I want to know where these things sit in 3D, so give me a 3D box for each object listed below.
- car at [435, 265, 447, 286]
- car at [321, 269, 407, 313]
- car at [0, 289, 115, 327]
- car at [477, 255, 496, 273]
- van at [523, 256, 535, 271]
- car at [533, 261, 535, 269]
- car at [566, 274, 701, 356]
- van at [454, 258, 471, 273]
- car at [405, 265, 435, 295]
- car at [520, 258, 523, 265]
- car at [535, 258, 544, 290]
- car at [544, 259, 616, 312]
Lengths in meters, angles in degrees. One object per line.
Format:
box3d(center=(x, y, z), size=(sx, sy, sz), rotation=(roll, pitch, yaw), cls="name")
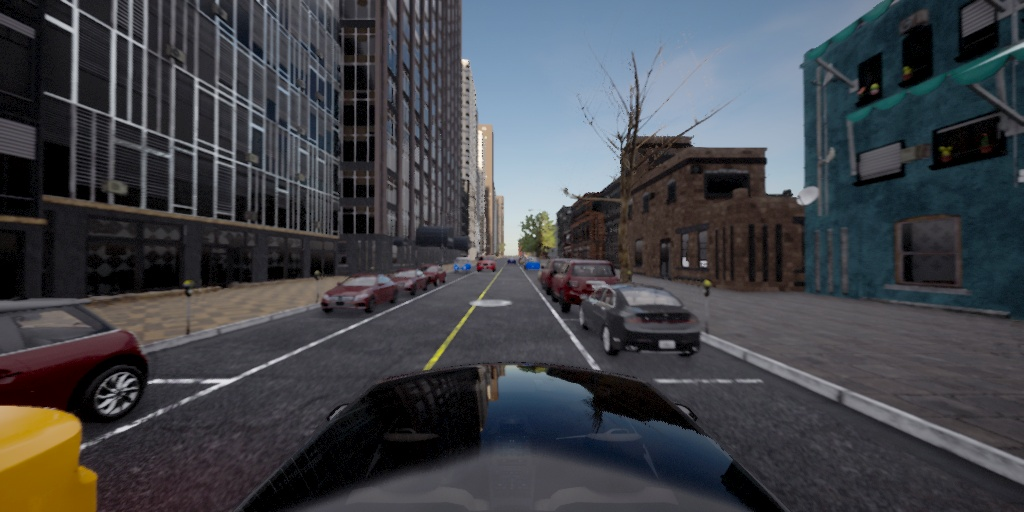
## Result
box3d(center=(-5.706, 1.292, 25.048), size=(1.888, 1.381, 4.507), rotation=(0, 0, 0), cls="car")
box3d(center=(-5.698, 1.333, 13.953), size=(1.802, 1.307, 4.207), rotation=(0, 0, 0), cls="car")
box3d(center=(-5.689, 1.190, 2.860), size=(1.967, 1.591, 4.097), rotation=(0, 0, 0), cls="car")
box3d(center=(-3.120, 0.951, 44.689), size=(2.150, 2.045, 5.566), rotation=(0, 0, 0), cls="car")
box3d(center=(2.656, 1.067, 47.242), size=(1.690, 1.789, 3.998), rotation=(0, 0, 0), cls="van")
box3d(center=(2.674, 1.272, 25.226), size=(1.751, 1.417, 4.829), rotation=(0, 0, 0), cls="car")
box3d(center=(2.688, 1.302, 8.414), size=(2.007, 1.370, 4.403), rotation=(0, 0, 0), cls="car")
box3d(center=(-5.720, 1.073, 41.688), size=(1.690, 1.789, 3.998), rotation=(0, 0, 0), cls="van")
box3d(center=(-5.702, 1.332, 19.501), size=(1.802, 1.307, 4.207), rotation=(0, 0, 0), cls="car")
box3d(center=(2.652, 1.285, 52.788), size=(1.948, 1.339, 4.313), rotation=(0, 0, 0), cls="car")
box3d(center=(2.679, 1.064, 19.509), size=(2.192, 1.841, 5.009), rotation=(0, 0, 0), cls="car")
box3d(center=(2.683, 1.066, 13.960), size=(2.192, 1.841, 5.009), rotation=(0, 0, 0), cls="car")
